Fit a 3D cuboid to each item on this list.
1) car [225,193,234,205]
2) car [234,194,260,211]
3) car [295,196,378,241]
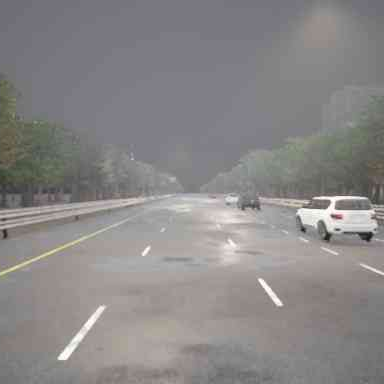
[{"bbox_3d":[7.082,1.297,58.183,2.150,2.045,5.566,0,0,0],"label":"car"},{"bbox_3d":[7.034,1.253,41.404,2.150,2.045,5.566,0,0,0],"label":"car"},{"bbox_3d":[7.006,1.228,16.749,2.150,2.045,5.566,0,0,0],"label":"car"}]
